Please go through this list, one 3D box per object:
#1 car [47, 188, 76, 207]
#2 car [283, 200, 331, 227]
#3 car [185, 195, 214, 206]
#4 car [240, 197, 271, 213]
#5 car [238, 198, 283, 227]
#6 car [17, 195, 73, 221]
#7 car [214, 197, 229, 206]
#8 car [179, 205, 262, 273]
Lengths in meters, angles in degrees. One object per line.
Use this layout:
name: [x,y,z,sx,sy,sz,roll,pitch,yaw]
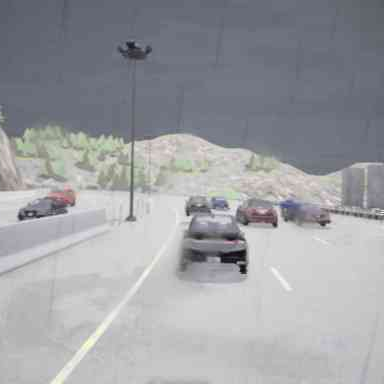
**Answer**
car: [-14.042,0.606,35.716,2.150,2.045,5.566,1,0,-6]
car: [7.757,1.537,23.128,2.033,1.411,5.357,1,0,-1]
car: [0.454,1.119,29.920,2.097,1.767,4.553,1,0,-3]
car: [6.918,1.406,36.903,2.033,1.411,5.357,1,0,-5]
car: [4.262,1.267,22.415,2.097,1.767,4.553,1,0,-1]
car: [-9.907,1.156,22.322,1.994,1.385,4.181,1,0,-1]
car: [3.127,1.276,39.589,1.812,1.442,4.674,1,0,-6]
car: [0.655,1.420,10.510,2.128,1.511,4.902,1,0,3]
